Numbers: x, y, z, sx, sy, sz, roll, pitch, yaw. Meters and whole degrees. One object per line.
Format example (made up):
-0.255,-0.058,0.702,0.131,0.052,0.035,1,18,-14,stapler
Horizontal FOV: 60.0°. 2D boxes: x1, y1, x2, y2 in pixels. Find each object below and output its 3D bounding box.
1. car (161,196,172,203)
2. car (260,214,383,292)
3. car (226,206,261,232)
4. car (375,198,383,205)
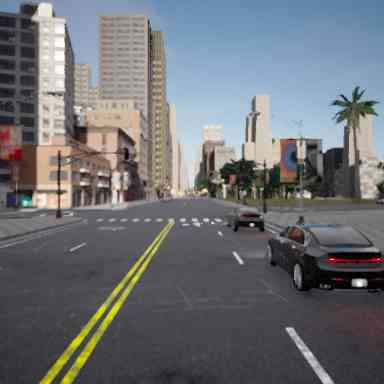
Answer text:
-6.589,2.045,82.187,1.812,1.442,4.674,0,0,0,car
3.350,1.568,9.072,1.837,1.490,4.892,0,0,0,car
3.373,1.656,21.508,1.837,1.490,4.892,0,0,-2,car
35.067,1.646,59.018,5.357,1.411,2.033,0,0,-24,car
